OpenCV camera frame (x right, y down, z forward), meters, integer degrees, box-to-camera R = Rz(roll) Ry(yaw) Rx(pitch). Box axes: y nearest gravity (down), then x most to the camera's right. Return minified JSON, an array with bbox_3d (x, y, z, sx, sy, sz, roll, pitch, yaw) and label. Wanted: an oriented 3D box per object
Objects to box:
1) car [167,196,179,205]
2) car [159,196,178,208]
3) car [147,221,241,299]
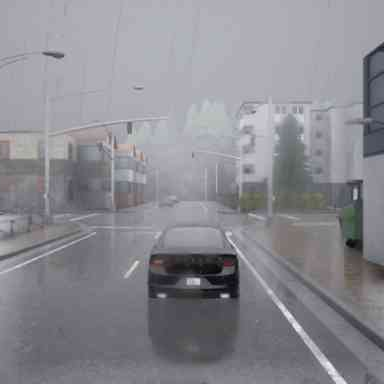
[{"bbox_3d":[-3.524,1.458,61.429,1.882,1.535,5.008,0,0,0],"label":"car"},{"bbox_3d":[-3.567,1.532,47.423,2.033,1.411,5.357,0,0,0],"label":"car"},{"bbox_3d":[0.052,1.475,8.505,1.882,1.535,5.008,0,0,1],"label":"car"}]
